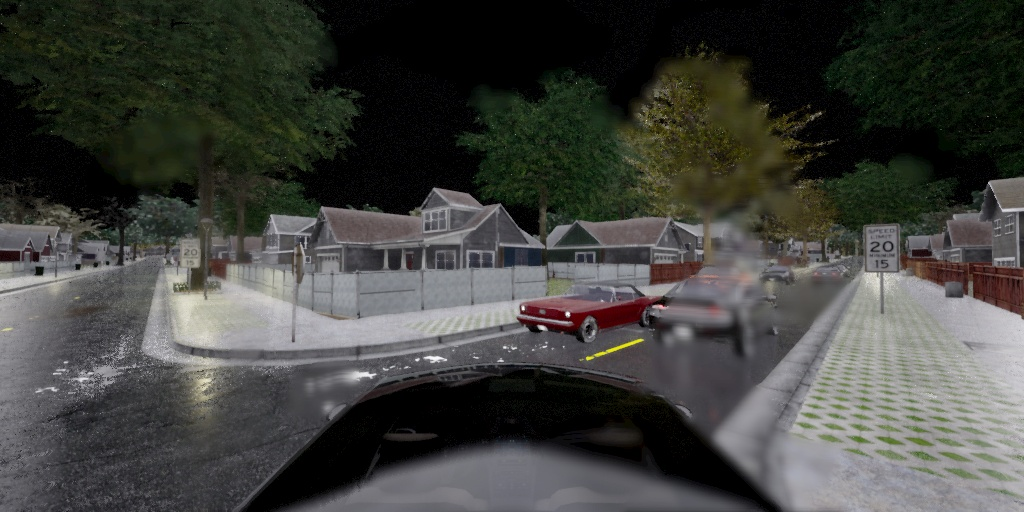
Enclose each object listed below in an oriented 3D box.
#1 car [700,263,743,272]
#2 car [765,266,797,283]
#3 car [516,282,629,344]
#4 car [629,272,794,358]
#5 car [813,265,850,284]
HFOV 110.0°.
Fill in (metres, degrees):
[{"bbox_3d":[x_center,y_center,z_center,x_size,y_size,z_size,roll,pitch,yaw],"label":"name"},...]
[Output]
[{"bbox_3d":[10.417,1.265,18.093,4.553,1.767,2.097,1,-1,-45],"label":"car"},{"bbox_3d":[22.284,1.574,29.864,5.357,1.411,2.033,1,-1,-45],"label":"car"},{"bbox_3d":[2.342,1.430,10.126,4.718,1.301,1.895,1,-1,-43],"label":"car"},{"bbox_3d":[5.088,1.301,8.768,4.902,1.511,2.128,1,-1,-45],"label":"car"},{"bbox_3d":[27.087,1.567,30.593,5.357,1.411,2.033,0,-1,-44],"label":"car"}]
